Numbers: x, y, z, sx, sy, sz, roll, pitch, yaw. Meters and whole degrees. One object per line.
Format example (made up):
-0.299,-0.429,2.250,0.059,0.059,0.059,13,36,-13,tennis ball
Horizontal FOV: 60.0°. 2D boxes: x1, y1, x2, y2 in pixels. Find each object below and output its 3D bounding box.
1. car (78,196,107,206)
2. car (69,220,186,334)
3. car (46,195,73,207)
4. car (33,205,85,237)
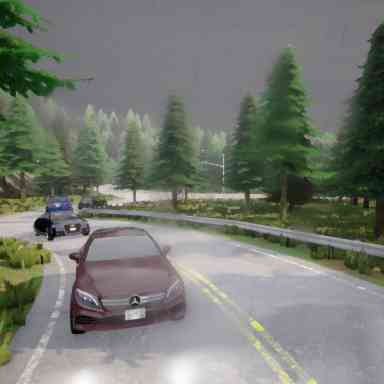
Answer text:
-12.664,1.288,42.806,2.097,1.767,4.553,2,2,13,car
-1.513,1.523,7.052,1.812,1.442,4.674,-2,0,-17,car
-12.821,1.326,32.220,2.150,2.045,5.566,-1,0,-18,car
-7.032,1.664,17.757,1.994,1.385,4.181,-4,2,-38,car
